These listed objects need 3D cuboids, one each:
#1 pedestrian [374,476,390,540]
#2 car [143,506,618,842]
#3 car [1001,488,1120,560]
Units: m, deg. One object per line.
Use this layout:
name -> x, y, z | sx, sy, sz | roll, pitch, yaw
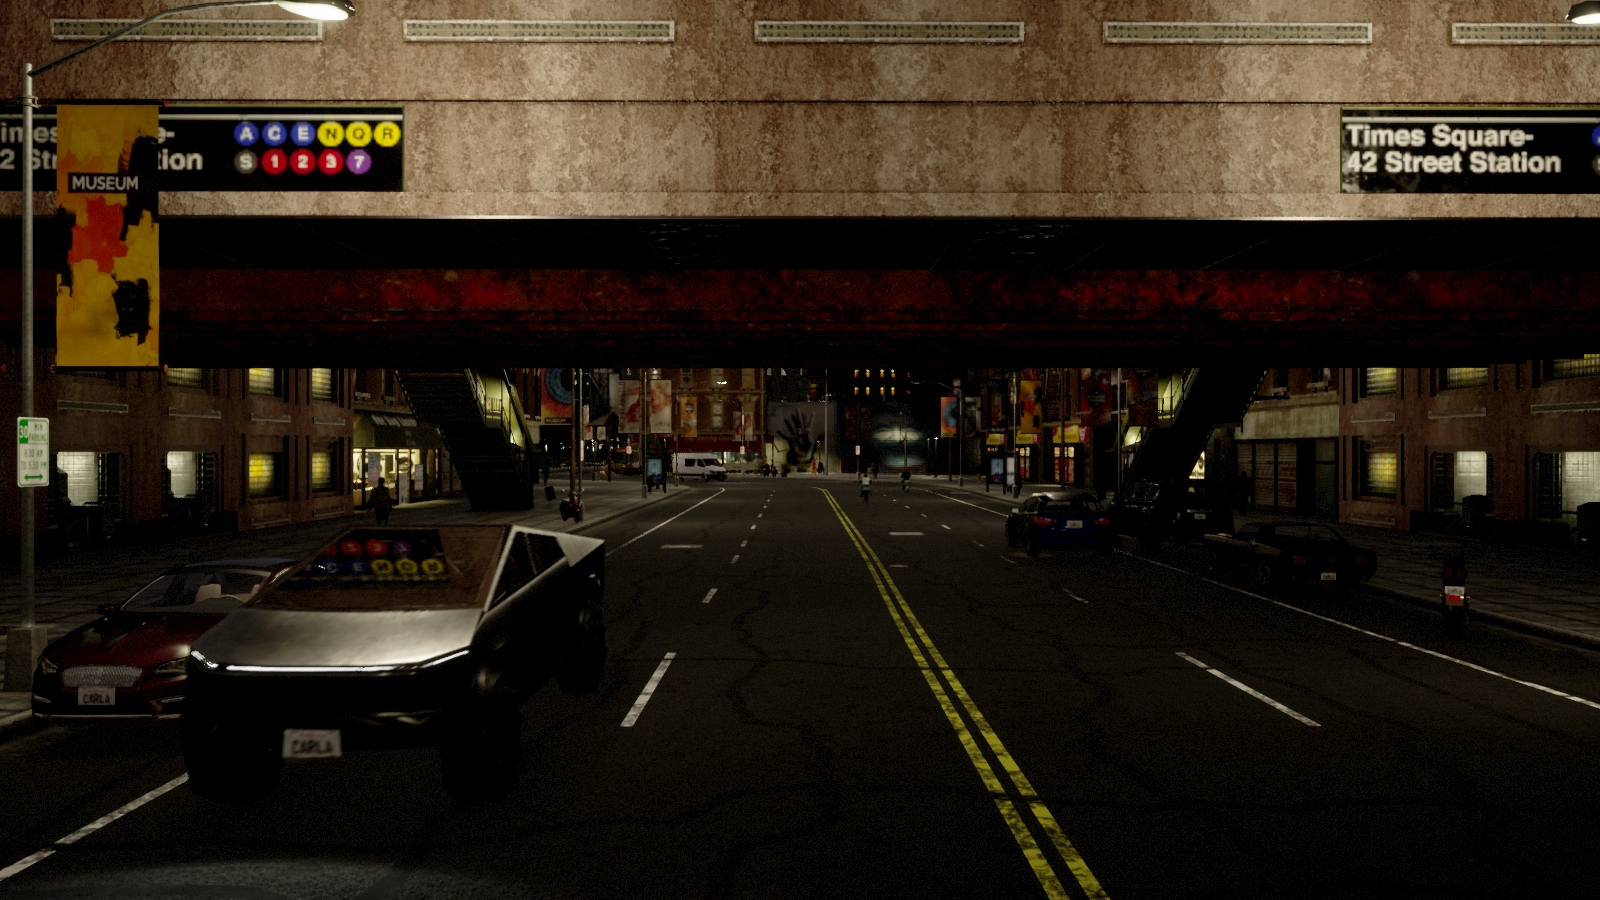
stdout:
pedestrian -> -12.316, 1.696, 33.670 | 0.375, 1.860, 0.375 | 0, 0, -10
car -> -3.503, 1.753, 11.305 | 2.390, 2.098, 6.274 | 0, 0, 0
car -> 7.068, 1.967, 31.523 | 2.242, 1.667, 4.611 | 0, 0, 0
